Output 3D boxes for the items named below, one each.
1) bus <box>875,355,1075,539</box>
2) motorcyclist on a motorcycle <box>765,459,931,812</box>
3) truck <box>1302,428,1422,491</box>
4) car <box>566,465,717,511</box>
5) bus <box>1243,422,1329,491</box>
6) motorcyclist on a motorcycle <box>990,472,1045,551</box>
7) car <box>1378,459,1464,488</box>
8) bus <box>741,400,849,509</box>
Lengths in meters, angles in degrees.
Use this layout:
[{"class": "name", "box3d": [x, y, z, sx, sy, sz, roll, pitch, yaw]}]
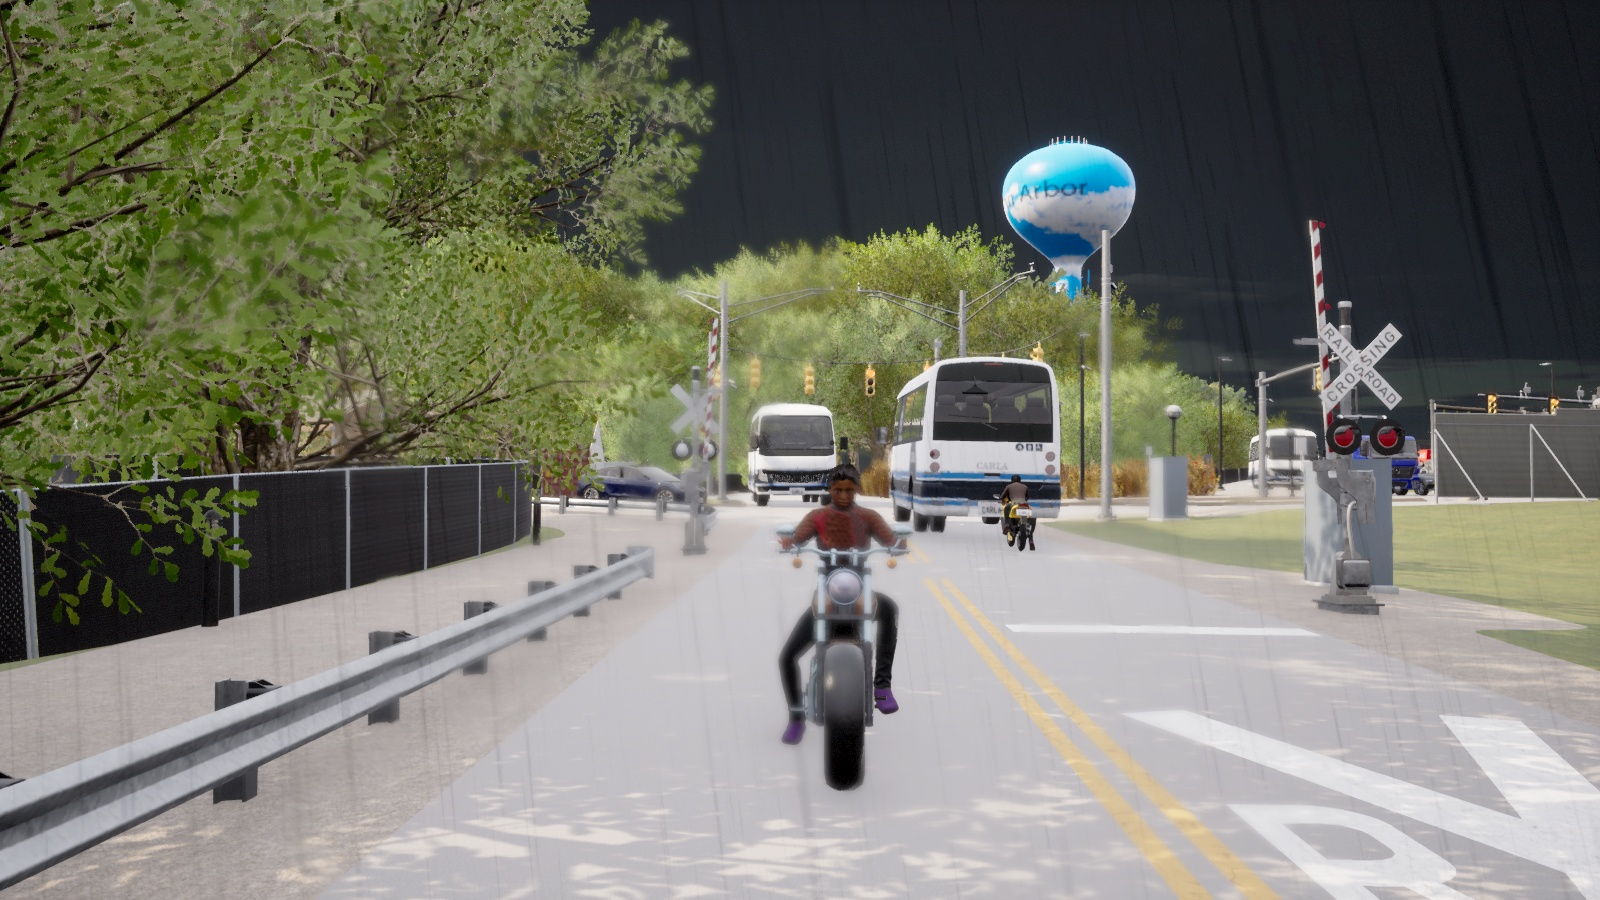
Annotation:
[{"class": "bus", "box3d": [4.388, -0.010, 34.388, 3.944, 4.253, 10.273, 1, -1, 0]}, {"class": "motorcyclist on a motorcycle", "box3d": [0.256, 0.884, 7.056, 0.766, 1.649, 2.350, 0, -1, 2]}, {"class": "truck", "box3d": [32.456, 0.592, 72.943, 2.891, 3.462, 7.936, 0, -1, -5]}, {"class": "car", "box3d": [-5.463, 1.300, 43.211, 4.792, 1.488, 2.163, 0, -1, 28]}, {"class": "bus", "box3d": [33.067, 0.568, 85.930, 3.944, 4.253, 10.273, 0, -3, 12]}, {"class": "motorcyclist on a motorcycle", "box3d": [4.383, 1.217, 25.429, 0.797, 1.523, 2.044, 0, -1, 1]}, {"class": "car", "box3d": [36.106, 1.366, 73.141, 2.152, 1.651, 5.027, 0, -1, -5]}, {"class": "bus", "box3d": [-0.418, 0.234, 54.421, 3.944, 4.253, 10.273, 0, -1, -4]}]
